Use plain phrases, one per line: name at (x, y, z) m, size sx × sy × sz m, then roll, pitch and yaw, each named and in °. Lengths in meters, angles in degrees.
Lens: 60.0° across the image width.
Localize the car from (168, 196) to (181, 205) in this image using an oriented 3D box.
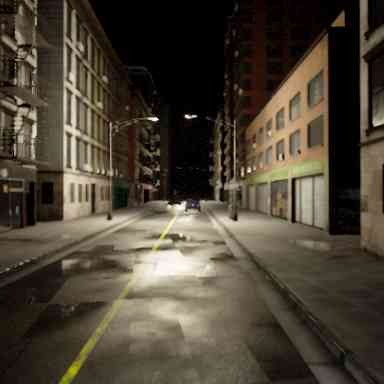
car at (-2.983, 1.402, 57.730) m, size 2.097 × 1.767 × 4.553 m, roll 0°, pitch 0°, yaw 0°

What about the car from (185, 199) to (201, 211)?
car at (0.112, 1.575, 40.599) m, size 2.033 × 1.411 × 5.357 m, roll 0°, pitch 0°, yaw 0°
